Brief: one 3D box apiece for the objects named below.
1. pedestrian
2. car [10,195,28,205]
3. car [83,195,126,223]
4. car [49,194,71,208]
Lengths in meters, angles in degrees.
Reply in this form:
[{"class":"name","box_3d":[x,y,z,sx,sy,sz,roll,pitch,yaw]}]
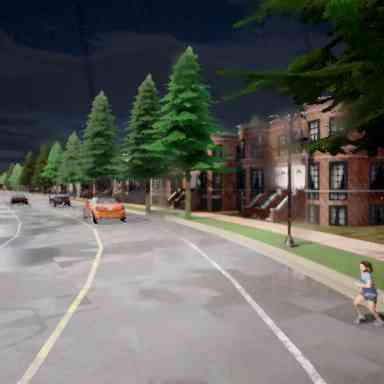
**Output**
[{"class":"pedestrian","box_3d":[2.869,1.597,5.398,0.500,1.100,0.500,0,1,-7]},{"class":"car","box_3d":[-22.515,1.017,43.332,1.895,1.301,4.718,0,1,-31]},{"class":"car","box_3d":[-6.094,1.043,22.709,2.097,1.767,4.553,0,1,-27]},{"class":"car","box_3d":[-15.450,0.979,38.771,1.837,1.490,4.892,0,0,-31]}]
